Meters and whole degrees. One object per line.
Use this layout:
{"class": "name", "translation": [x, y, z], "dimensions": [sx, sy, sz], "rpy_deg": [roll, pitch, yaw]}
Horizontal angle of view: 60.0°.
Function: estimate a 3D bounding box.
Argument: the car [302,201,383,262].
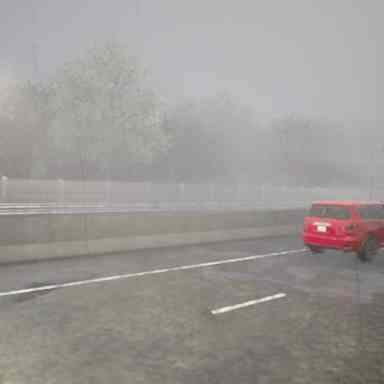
{"class": "car", "translation": [6.605, 1.357, 12.870], "dimensions": [5.566, 2.045, 2.150], "rpy_deg": [0, 0, -35]}
